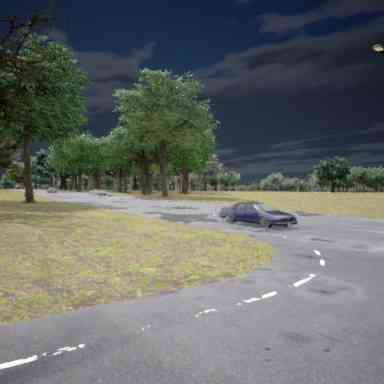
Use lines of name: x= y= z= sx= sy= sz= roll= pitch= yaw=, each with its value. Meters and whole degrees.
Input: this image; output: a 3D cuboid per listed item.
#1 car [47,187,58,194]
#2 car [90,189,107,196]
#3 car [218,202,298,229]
car: x=-31.296 y=-0.350 z=74.640 sx=2.128 sy=1.511 sz=4.902 roll=-1 pitch=2 yaw=-28
car: x=-18.133 y=0.047 z=63.893 sx=1.895 sy=1.301 sz=4.718 roll=-1 pitch=2 yaw=-35
car: x=3.917 y=1.358 z=20.745 sx=2.033 sy=1.411 sz=5.357 roll=-1 pitch=2 yaw=-35
